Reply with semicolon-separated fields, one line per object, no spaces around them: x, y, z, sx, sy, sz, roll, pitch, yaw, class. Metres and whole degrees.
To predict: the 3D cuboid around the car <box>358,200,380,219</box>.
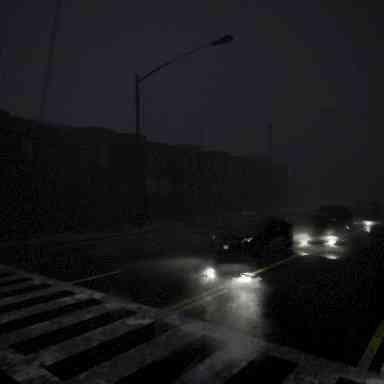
15.335;1.532;29.529;1.882;1.535;5.008;-1;-1;39;car

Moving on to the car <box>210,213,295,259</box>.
2.589;1.610;13.263;1.812;1.442;4.674;-1;-1;38;car

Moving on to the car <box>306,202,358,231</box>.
8.882;1.547;21.298;1.882;1.535;5.008;-1;-1;38;car
